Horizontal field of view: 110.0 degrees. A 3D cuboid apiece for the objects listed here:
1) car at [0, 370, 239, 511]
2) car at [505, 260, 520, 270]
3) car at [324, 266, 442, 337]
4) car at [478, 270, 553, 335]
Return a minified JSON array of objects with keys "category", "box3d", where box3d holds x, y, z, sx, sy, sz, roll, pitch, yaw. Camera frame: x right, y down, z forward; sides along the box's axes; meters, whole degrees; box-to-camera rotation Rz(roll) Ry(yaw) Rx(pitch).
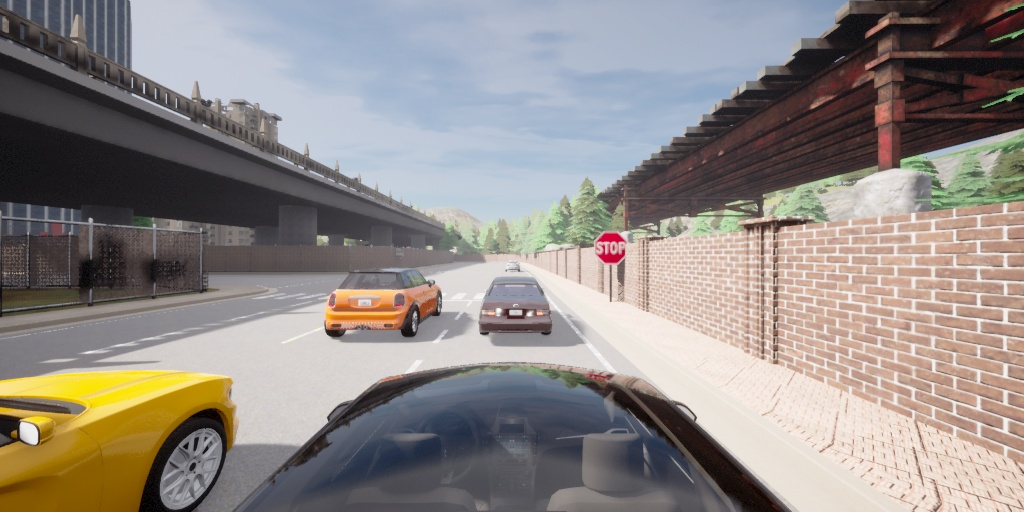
[{"category":"car","box3d":[-3.398,1.228,1.186,1.882,1.535,5.008,0,0,0]},{"category":"car","box3d":[0.083,1.276,46.330,1.812,1.442,4.674,0,0,-1]},{"category":"car","box3d":[-3.420,1.102,10.443,2.097,1.767,4.553,0,0,0]},{"category":"car","box3d":[0.081,1.297,10.464,2.033,1.411,5.357,0,0,0]}]
